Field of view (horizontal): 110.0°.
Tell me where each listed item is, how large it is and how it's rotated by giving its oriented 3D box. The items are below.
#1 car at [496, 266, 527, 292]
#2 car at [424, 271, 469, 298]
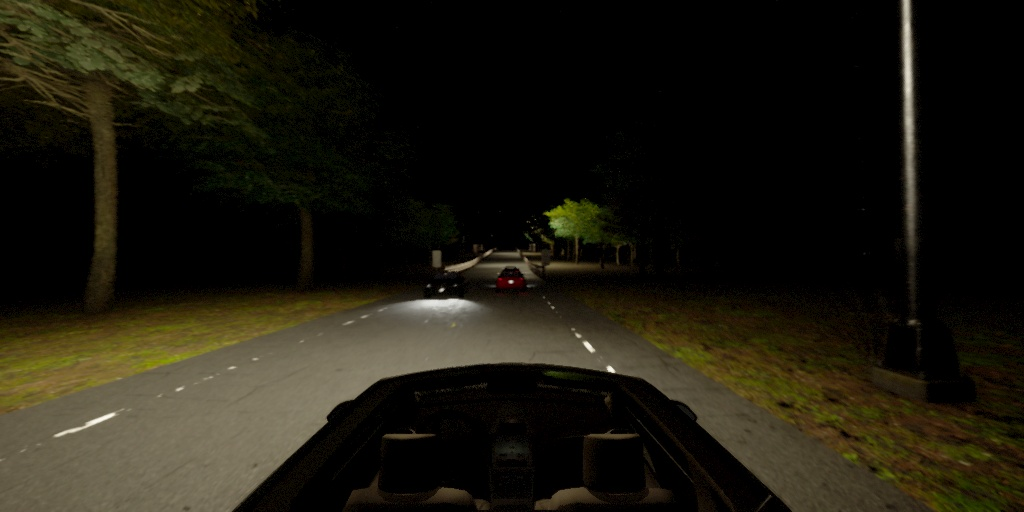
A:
[{"bbox_3d":[-0.048,1.563,23.985,1.994,1.385,4.181,-1,-1,0],"label":"car"},{"bbox_3d":[-3.606,1.562,20.257,1.994,1.385,4.181,-1,-1,0],"label":"car"}]
